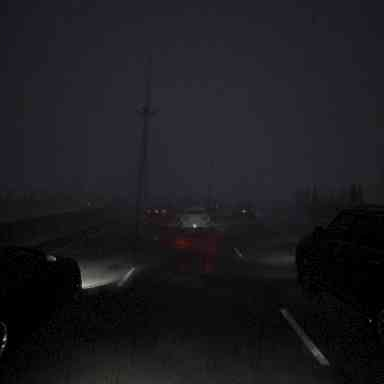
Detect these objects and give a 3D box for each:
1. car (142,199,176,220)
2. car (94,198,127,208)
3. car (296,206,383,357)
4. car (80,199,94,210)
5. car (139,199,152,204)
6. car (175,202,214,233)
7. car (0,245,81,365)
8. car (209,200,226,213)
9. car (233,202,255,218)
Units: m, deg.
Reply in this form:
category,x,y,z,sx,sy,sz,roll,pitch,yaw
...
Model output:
category,x,y,z,sx,sy,sz,roll,pitch,yaw
car,-2.525,1.632,29.290,2.033,1.411,5.357,0,0,8
car,-10.364,1.639,44.004,2.128,1.511,4.902,0,0,15
car,3.600,1.240,5.781,2.150,2.045,5.566,0,0,0
car,-13.488,1.642,45.960,1.882,1.535,5.008,0,0,16
car,-5.951,1.711,46.654,1.994,1.385,4.181,0,0,17
car,0.232,1.586,20.051,1.812,1.442,4.674,0,0,2
car,-3.400,1.582,5.603,1.994,1.385,4.181,0,0,0
car,2.695,1.643,38.264,2.033,1.411,5.357,0,0,14
car,4.851,1.639,30.944,1.994,1.385,4.181,0,0,9
